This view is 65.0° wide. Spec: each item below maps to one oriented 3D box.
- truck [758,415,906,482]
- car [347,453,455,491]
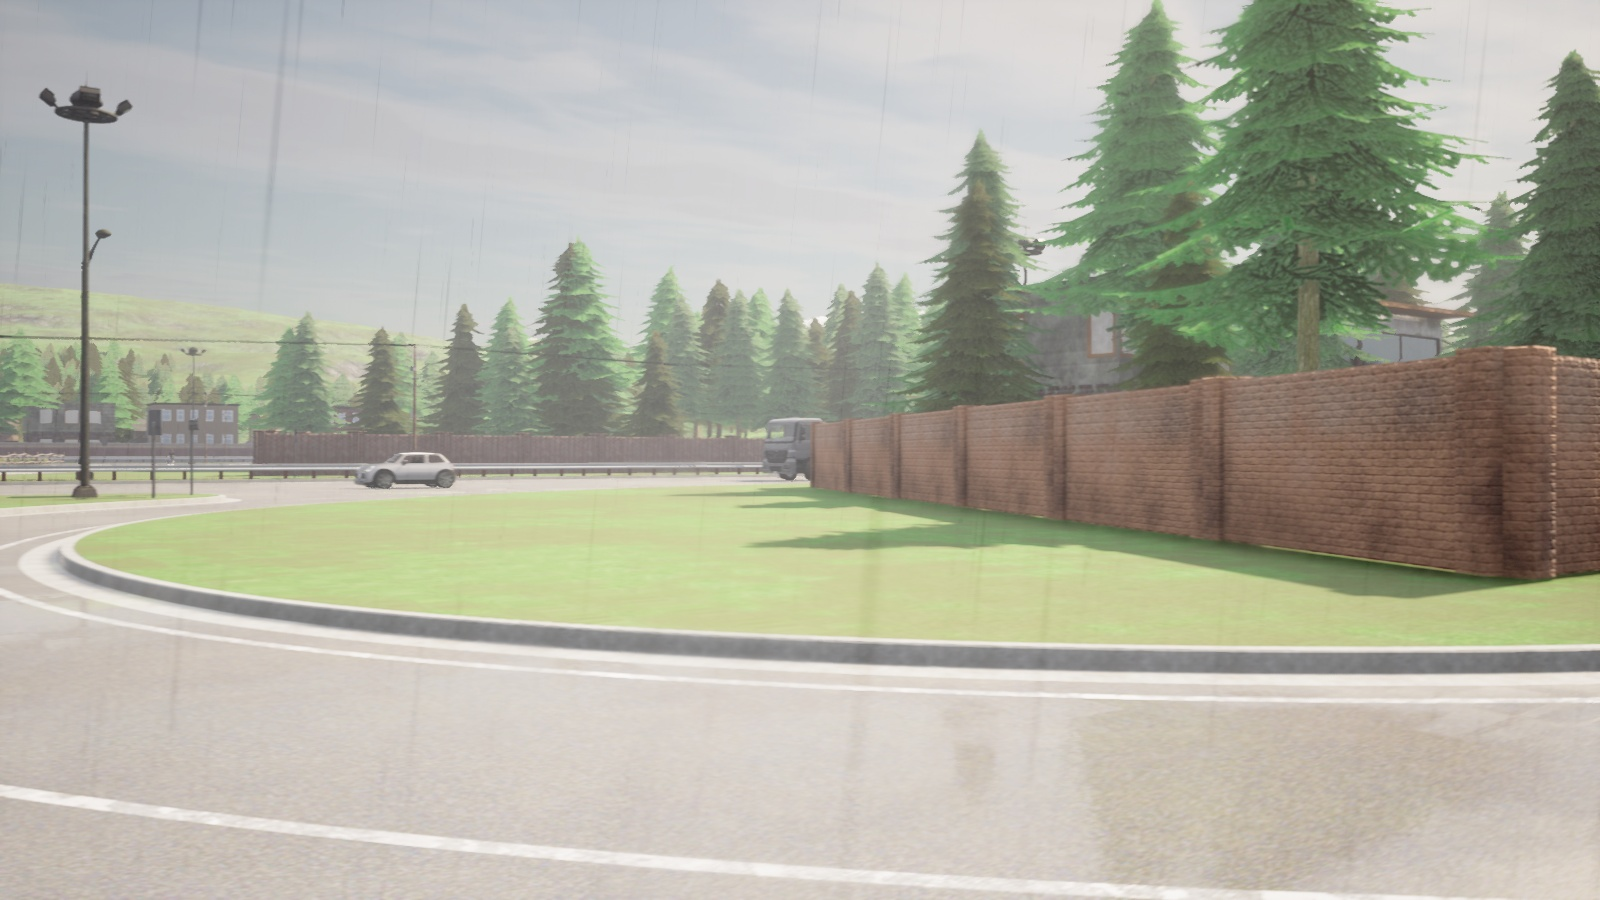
[{"bbox_3d":[1.811,-0.073,68.569,7.936,3.462,2.891,0,0,-35],"label":"truck"},{"bbox_3d":[-16.383,0.871,51.557,3.806,1.475,1.970,0,0,-35],"label":"car"}]
